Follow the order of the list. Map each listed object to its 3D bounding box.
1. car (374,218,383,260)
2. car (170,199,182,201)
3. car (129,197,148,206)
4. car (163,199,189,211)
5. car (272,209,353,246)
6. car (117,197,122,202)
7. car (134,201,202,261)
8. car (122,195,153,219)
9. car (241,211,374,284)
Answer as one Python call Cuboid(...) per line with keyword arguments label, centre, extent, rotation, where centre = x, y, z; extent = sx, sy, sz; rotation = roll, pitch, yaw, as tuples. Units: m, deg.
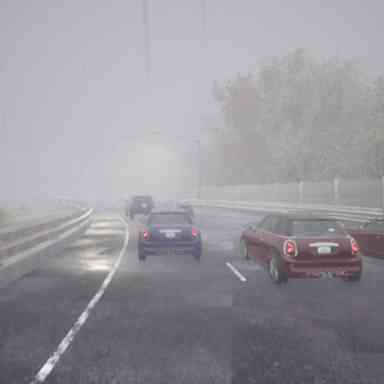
Cuboid(label="car", centre=(6.642, 1.505, 10.545), extent=(1.882, 1.535, 5.008), rotation=(0, 0, -10))
Cuboid(label="car", centre=(-1.229, 1.609, 30.673), extent=(1.837, 1.490, 4.892), rotation=(0, 0, -17))
Cuboid(label="car", centre=(-9.590, 1.703, 59.511), extent=(2.128, 1.511, 4.902), rotation=(0, 0, -25))
Cuboid(label="car", centre=(-2.182, 1.674, 43.353), extent=(1.812, 1.442, 4.674), rotation=(0, 0, -23))
Cuboid(label="car", centre=(5.644, 1.610, 16.277), extent=(1.994, 1.385, 4.181), rotation=(0, 0, -8))
Cuboid(label="car", centre=(-17.435, 1.898, 83.260), extent=(1.895, 1.301, 4.718), rotation=(0, 0, -1))
Cuboid(label="car", centre=(-0.925, 1.397, 12.720), extent=(2.097, 1.767, 4.553), rotation=(0, 0, -6))
Cuboid(label="car", centre=(-4.875, 1.331, 30.744), extent=(2.150, 2.045, 5.566), rotation=(0, 0, -18))
Cuboid(label="car", centre=(2.893, 1.381, 9.864), extent=(2.097, 1.767, 4.553), rotation=(0, 0, -5))
